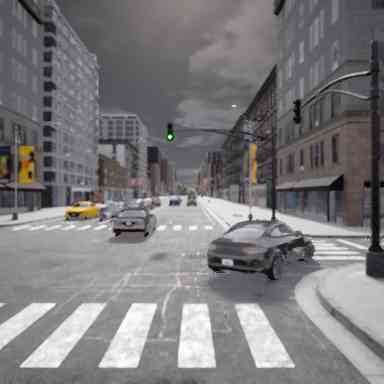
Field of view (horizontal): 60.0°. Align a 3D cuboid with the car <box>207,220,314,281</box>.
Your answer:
[{"bbox_3d":[2.194,1.583,10.144,1.812,1.442,4.674,-1,-1,35],"label":"car"}]

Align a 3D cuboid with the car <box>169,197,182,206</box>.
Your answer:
[{"bbox_3d":[-3.250,1.807,62.759,1.882,1.535,5.008,0,0,0],"label":"car"}]

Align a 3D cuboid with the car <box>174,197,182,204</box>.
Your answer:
[{"bbox_3d":[-3.294,1.908,78.601,1.837,1.490,4.892,0,0,0],"label":"car"}]

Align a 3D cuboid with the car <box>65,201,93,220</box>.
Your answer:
[{"bbox_3d":[-9.862,1.642,30.279,1.882,1.535,5.008,0,0,0],"label":"car"}]

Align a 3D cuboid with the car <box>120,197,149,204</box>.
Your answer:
[{"bbox_3d":[-6.596,1.697,38.096,2.128,1.511,4.902,0,0,0],"label":"car"}]

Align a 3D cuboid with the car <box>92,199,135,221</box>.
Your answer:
[{"bbox_3d":[-6.609,1.647,28.741,2.128,1.511,4.902,0,0,0],"label":"car"}]

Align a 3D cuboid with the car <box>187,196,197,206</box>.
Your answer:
[{"bbox_3d":[-0.017,1.923,61.344,1.895,1.301,4.718,0,0,0],"label":"car"}]

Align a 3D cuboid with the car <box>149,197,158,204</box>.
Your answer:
[{"bbox_3d":[-6.528,1.747,47.967,2.128,1.511,4.902,0,0,0],"label":"car"}]

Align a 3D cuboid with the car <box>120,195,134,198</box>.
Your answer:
[{"bbox_3d":[-9.778,1.487,49.869,2.150,2.045,5.566,0,0,0],"label":"car"}]

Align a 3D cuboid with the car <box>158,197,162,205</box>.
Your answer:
[{"bbox_3d":[-6.533,1.659,58.200,2.097,1.767,4.553,0,0,0],"label":"car"}]

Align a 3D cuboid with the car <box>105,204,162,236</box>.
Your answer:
[{"bbox_3d":[-3.163,1.655,19.147,2.033,1.411,5.357,0,0,0],"label":"car"}]
